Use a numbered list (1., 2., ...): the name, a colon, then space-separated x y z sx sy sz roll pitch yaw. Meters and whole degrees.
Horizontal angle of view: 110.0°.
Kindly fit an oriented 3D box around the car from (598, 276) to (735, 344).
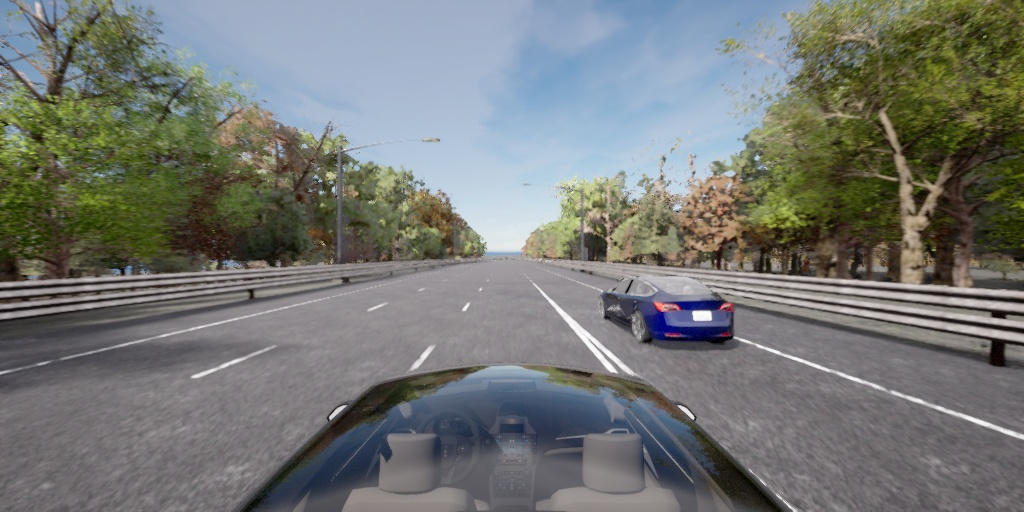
1. car: 3.771 1.253 9.583 2.163 1.488 4.792 0 0 -2
